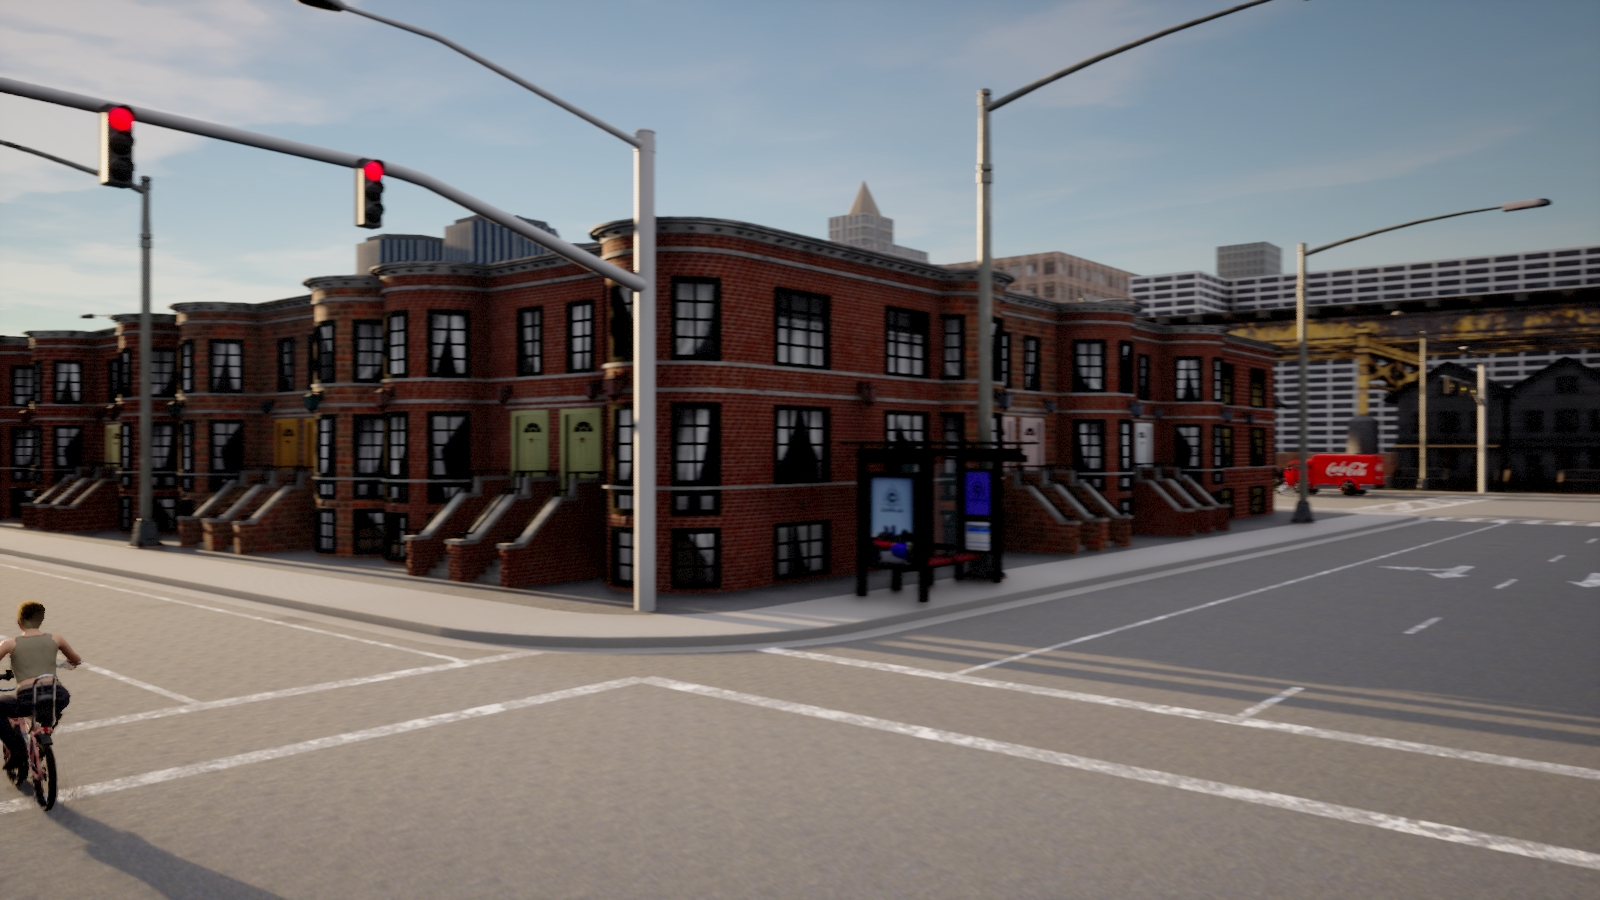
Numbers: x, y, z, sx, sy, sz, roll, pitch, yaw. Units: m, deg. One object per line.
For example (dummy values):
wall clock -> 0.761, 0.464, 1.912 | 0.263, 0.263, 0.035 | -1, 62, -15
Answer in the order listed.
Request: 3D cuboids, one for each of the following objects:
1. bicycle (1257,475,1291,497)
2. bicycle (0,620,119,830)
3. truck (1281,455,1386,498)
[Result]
bicycle -> 28.031, 2.123, 67.554 | 1.835, 1.251, 0.329 | 0, 0, 41
bicycle -> -6.176, 2.142, 9.163 | 1.487, 1.301, 0.859 | 0, 1, 44
truck -> 32.048, 1.518, 68.732 | 5.204, 2.467, 2.627 | 0, 0, 41
